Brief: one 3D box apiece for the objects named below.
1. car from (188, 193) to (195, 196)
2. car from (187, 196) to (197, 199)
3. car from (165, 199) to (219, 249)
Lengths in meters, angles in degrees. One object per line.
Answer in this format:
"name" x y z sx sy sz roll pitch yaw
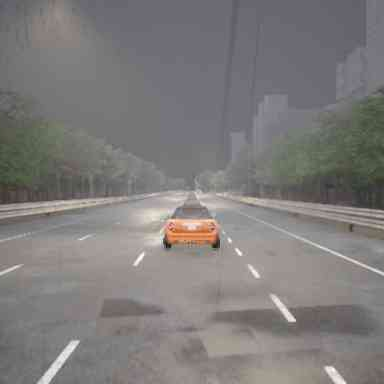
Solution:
"car" -0.013 1.467 63.347 1.994 1.385 4.181 0 0 0
"car" -0.007 1.449 32.235 1.882 1.535 5.008 0 0 0
"car" -0.004 1.346 14.556 2.097 1.767 4.553 0 0 0
